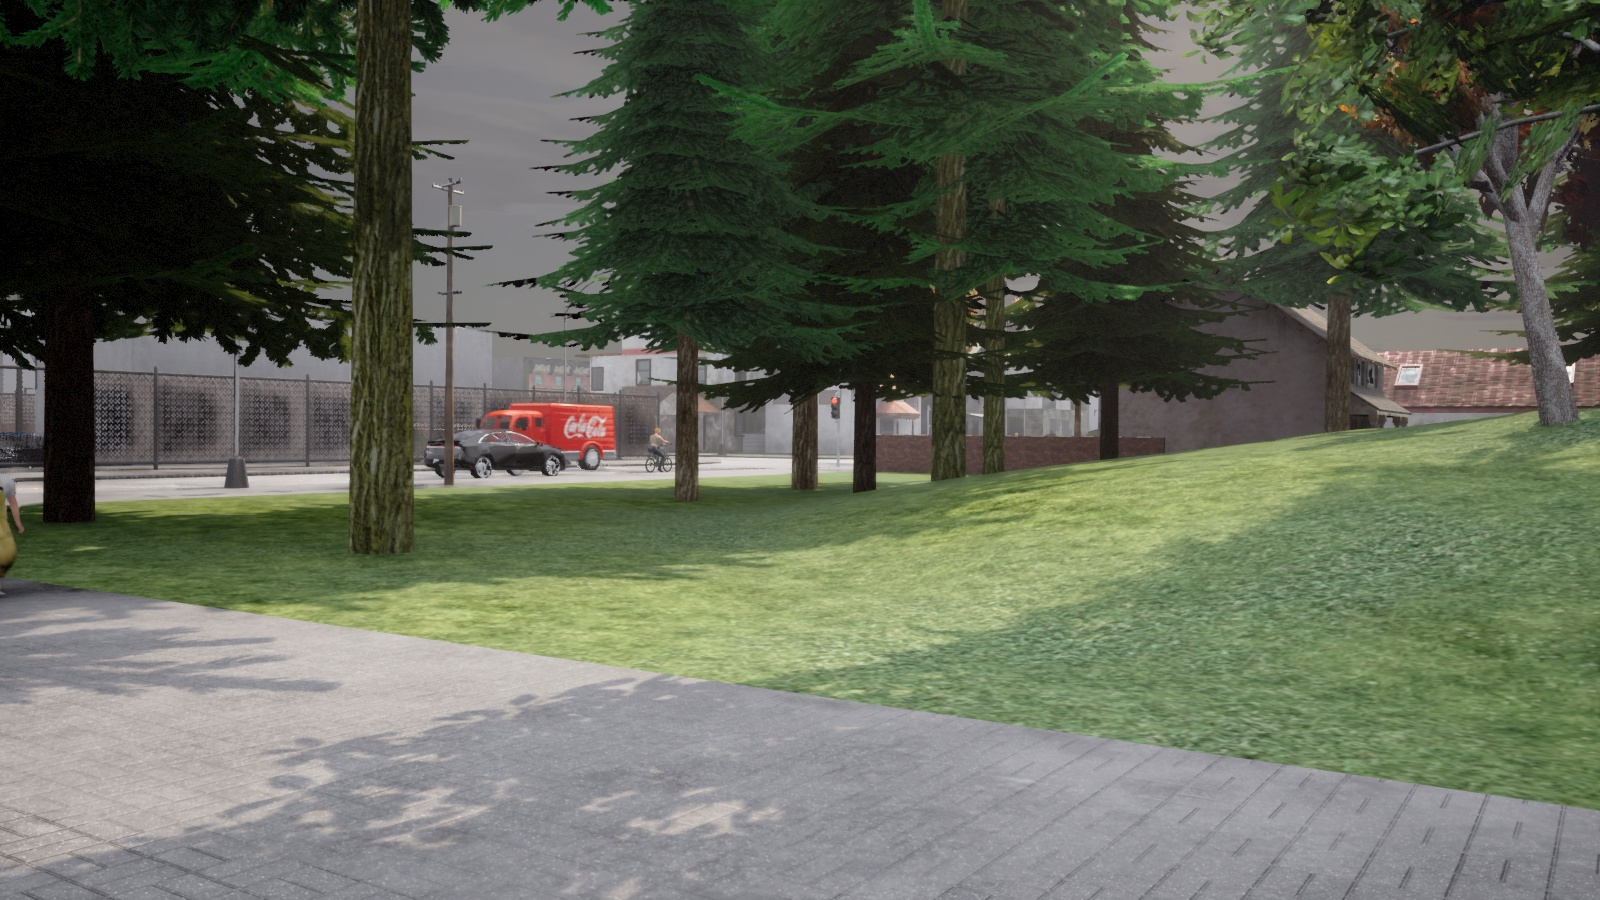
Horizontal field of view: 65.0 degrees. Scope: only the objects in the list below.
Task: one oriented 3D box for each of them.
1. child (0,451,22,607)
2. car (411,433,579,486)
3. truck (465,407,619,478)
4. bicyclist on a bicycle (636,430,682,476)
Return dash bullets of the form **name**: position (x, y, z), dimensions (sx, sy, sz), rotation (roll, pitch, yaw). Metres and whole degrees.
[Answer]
- **child**: position (-6.631, 0.641, 10.294), dimensions (0.437, 1.263, 0.270), rotation (0, 1, 37)
- **car**: position (-9.367, 0.240, 38.970), dimensions (2.128, 1.511, 4.902), rotation (0, 1, 34)
- **truck**: position (-9.396, -0.301, 46.163), dimensions (2.627, 2.467, 5.204), rotation (0, 1, 33)
- **bicyclist on a bicycle**: position (-5.094, 0.094, 45.400), dimensions (0.866, 1.612, 1.509), rotation (0, 1, 33)
